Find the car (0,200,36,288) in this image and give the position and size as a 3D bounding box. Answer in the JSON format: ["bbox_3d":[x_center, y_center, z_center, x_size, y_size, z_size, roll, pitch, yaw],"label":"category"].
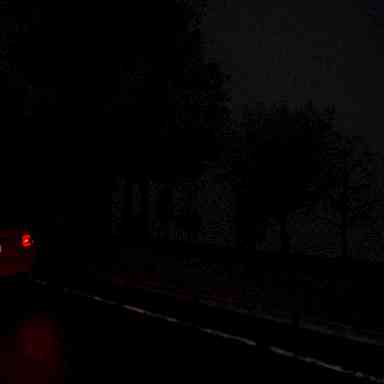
[{"bbox_3d":[-6.009,1.195,7.972,5.566,2.045,2.150,0,0,36],"label":"car"}]
